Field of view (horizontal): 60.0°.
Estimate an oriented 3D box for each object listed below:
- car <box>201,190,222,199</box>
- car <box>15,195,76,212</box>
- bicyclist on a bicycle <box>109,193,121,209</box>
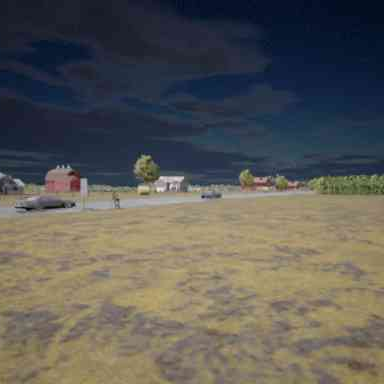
[{"bbox_3d":[3.368,0.370,55.442,1.994,1.385,4.181,2,2,36],"label":"car"},{"bbox_3d":[-13.674,1.021,31.298,2.033,1.411,5.357,2,2,35],"label":"car"},{"bbox_3d":[-7.663,0.893,33.044,1.656,1.620,0.582,0,1,35],"label":"bicyclist on a bicycle"}]
